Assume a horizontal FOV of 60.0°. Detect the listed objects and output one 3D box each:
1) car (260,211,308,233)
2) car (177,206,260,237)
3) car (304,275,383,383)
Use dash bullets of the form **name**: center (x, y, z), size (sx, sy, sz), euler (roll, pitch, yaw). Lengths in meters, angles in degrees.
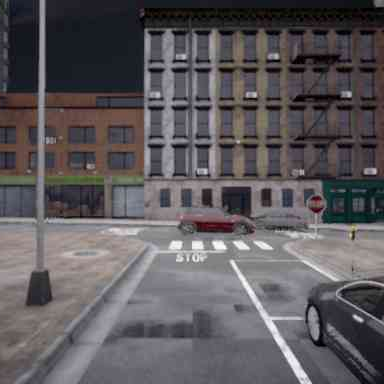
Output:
- **car**: center (5.739, 2.025, 22.789), size (4.181, 1.385, 1.994), euler (1, -1, 0)
- **car**: center (1.403, 1.656, 19.865), size (4.553, 1.767, 2.097), euler (1, -1, 0)
- **car**: center (2.644, 1.601, 3.693), size (2.008, 1.369, 4.403), euler (0, -1, 0)
